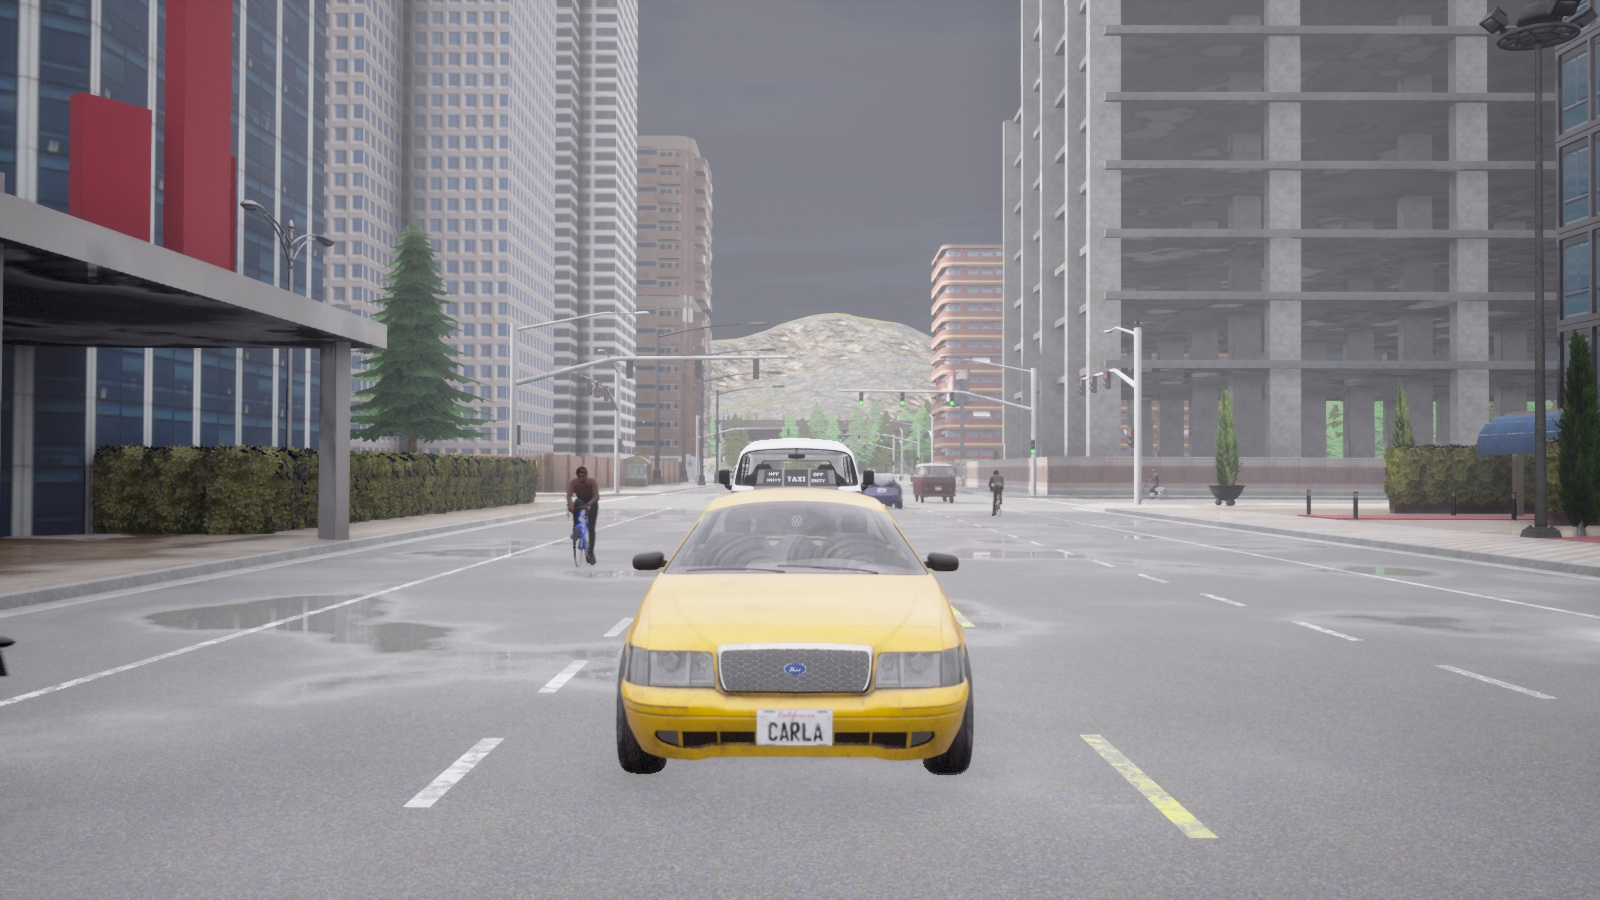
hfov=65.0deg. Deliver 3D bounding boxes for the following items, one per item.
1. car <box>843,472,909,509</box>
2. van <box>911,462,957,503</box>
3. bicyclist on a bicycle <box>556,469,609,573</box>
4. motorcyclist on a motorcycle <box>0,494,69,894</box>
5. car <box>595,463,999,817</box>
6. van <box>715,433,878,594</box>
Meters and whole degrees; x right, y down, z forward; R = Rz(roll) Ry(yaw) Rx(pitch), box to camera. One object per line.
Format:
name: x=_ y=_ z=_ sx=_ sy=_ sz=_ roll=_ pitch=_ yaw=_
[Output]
car: x=3.177 y=1.700 z=53.600 sx=2.163 sy=1.488 sz=4.792 roll=0 pitch=-1 yaw=-4
van: x=6.735 y=1.603 z=63.428 sx=1.775 sy=1.987 sz=4.442 roll=0 pitch=-1 yaw=-1
bicyclist on a bicycle: x=-3.551 y=1.127 z=20.581 sx=0.582 sy=1.620 sz=1.656 roll=0 pitch=-1 yaw=0
motorcyclist on a motorcycle: x=-3.510 y=0.934 z=4.187 sx=0.866 sy=1.530 sz=2.191 roll=0 pitch=-1 yaw=0
car: x=-0.021 y=0.892 z=8.308 sx=1.801 sy=1.575 sz=5.366 roll=0 pitch=-1 yaw=0
van: x=-0.047 y=0.843 z=18.234 sx=2.069 sy=2.038 sz=4.480 roll=0 pitch=-1 yaw=0
